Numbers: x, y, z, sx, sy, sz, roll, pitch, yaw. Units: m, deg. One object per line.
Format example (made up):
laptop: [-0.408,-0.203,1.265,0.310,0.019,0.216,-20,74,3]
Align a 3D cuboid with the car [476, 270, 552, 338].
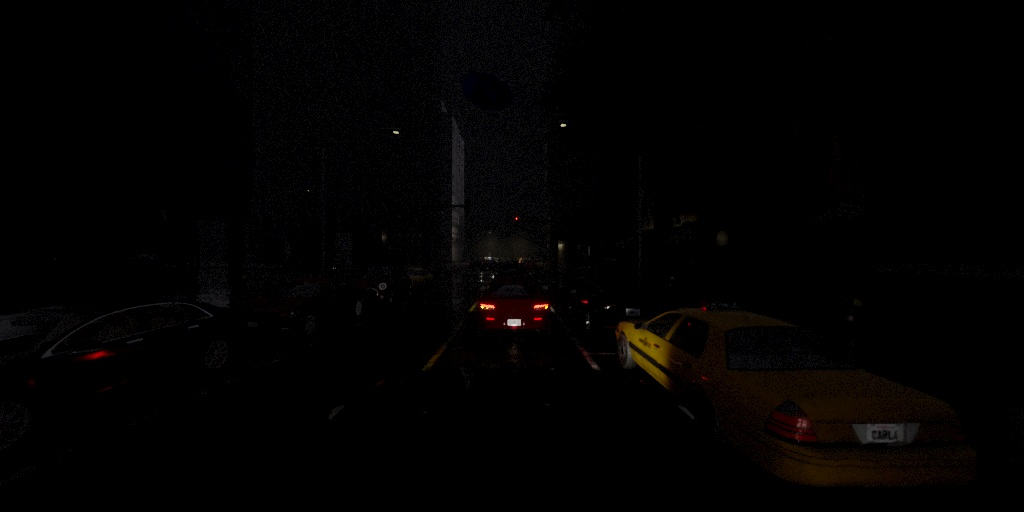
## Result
car: [0.063,1.276,10.079,1.812,1.442,4.674,0,0,0]

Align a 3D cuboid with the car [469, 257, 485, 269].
car: [-5.814,1.079,58.556,2.192,1.841,5.009,0,0,0]

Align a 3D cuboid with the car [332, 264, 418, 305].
car: [-5.774,1.190,15.692,1.967,1.591,4.097,0,0,0]

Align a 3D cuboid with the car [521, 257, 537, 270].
car: [2.716,1.202,53.127,1.967,1.591,4.097,0,0,0]

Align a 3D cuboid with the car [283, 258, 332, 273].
car: [-18.042,0.931,32.596,4.892,1.490,1.837,2,0,0]

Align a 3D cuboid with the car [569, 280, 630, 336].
car: [2.756,1.316,10.245,1.948,1.339,4.313,0,0,0]

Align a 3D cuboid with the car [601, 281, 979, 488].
car: [2.761,1.275,4.958,1.751,1.417,4.829,0,0,0]

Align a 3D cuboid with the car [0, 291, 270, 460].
car: [-5.764,1.300,4.778,2.007,1.370,4.403,0,0,0]

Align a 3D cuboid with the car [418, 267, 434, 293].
car: [-5.779,1.277,20.979,1.751,1.417,4.829,0,0,0]

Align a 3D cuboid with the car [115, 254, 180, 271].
car: [-33.096,0.639,32.558,4.892,1.490,1.837,2,0,0]

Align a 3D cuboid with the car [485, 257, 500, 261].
car: [-3.136,1.328,57.934,1.994,1.385,4.181,0,0,0]

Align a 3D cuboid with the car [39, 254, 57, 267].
car: [-48.219,0.417,35.663,4.181,1.385,1.994,1,0,0]

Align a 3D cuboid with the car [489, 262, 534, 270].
car: [0.003,1.256,18.946,1.837,1.490,4.892,0,0,0]

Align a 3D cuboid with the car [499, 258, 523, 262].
car: [-0.052,1.284,43.709,1.812,1.442,4.674,1,0,6]

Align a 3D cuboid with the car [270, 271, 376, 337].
car: [-5.769,1.295,10.235,1.888,1.381,4.507,0,0,0]

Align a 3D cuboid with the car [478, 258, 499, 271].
car: [-3.140,1.285,47.966,1.812,1.442,4.674,0,0,0]
